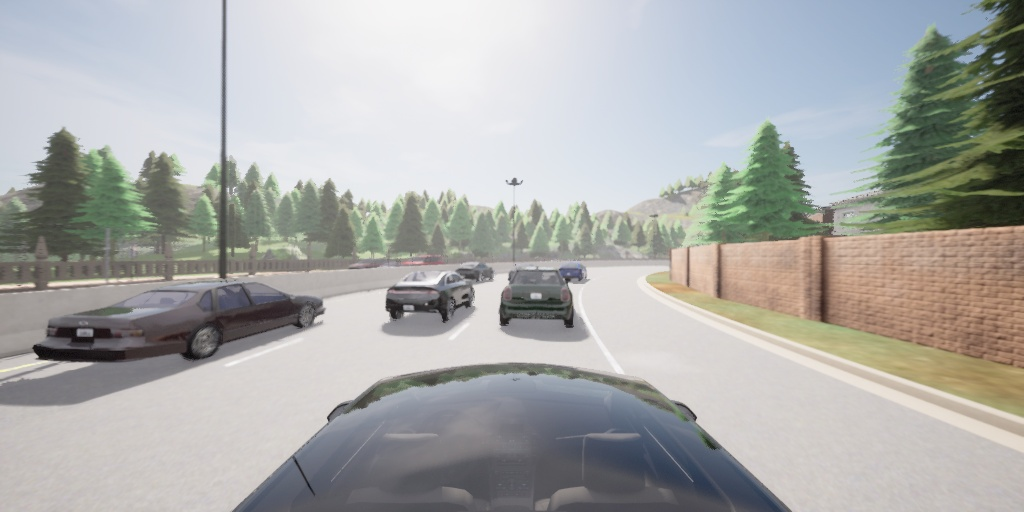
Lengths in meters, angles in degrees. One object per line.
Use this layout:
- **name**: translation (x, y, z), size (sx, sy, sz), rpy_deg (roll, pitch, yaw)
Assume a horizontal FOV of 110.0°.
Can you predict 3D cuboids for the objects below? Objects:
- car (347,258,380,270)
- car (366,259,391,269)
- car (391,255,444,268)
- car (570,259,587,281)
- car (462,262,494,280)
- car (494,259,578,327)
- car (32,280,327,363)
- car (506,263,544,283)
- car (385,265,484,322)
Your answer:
- **car**: translation (-14.802, 1.019, 37.085), size (2.097, 1.767, 4.553), rpy_deg (0, 0, 19)
- **car**: translation (-11.792, 1.246, 35.142), size (1.994, 1.385, 4.181), rpy_deg (0, 0, 19)
- **car**: translation (-8.531, 0.924, 33.995), size (2.150, 2.045, 5.566), rpy_deg (0, 0, 19)
- **car**: translation (5.172, 1.246, 30.239), size (1.882, 1.535, 5.008), rpy_deg (0, 0, 19)
- **car**: translation (-2.812, 1.234, 28.214), size (1.837, 1.490, 4.892), rpy_deg (0, 0, 16)
- **car**: translation (0.880, 1.104, 11.838), size (2.097, 1.767, 4.553), rpy_deg (0, 0, 6)
- **car**: translation (-6.586, 1.263, 8.190), size (2.033, 1.411, 5.357), rpy_deg (0, 0, 4)
- **car**: translation (1.132, 1.312, 29.101), size (1.994, 1.385, 4.181), rpy_deg (0, 0, 17)
- **car**: translation (-2.590, 1.226, 12.338), size (2.128, 1.511, 4.902), rpy_deg (0, 0, 6)
